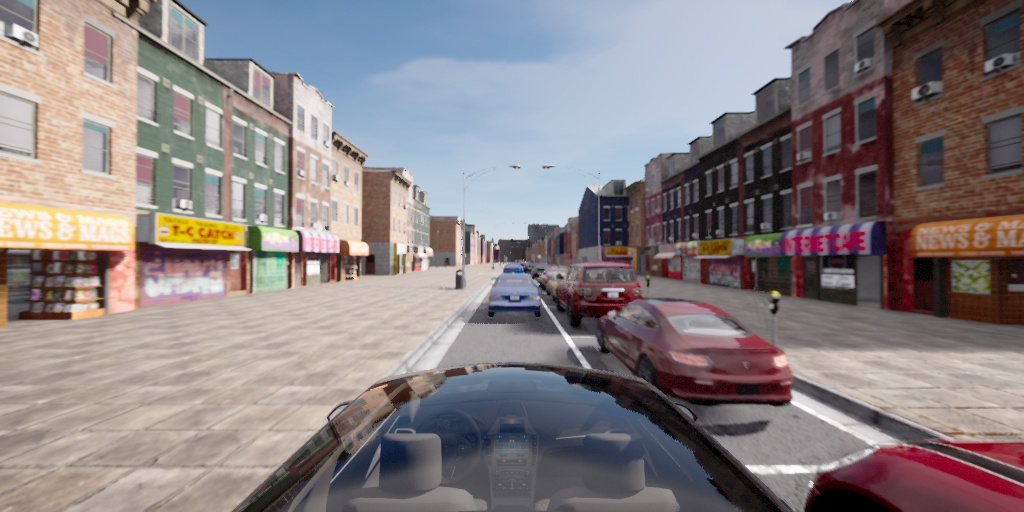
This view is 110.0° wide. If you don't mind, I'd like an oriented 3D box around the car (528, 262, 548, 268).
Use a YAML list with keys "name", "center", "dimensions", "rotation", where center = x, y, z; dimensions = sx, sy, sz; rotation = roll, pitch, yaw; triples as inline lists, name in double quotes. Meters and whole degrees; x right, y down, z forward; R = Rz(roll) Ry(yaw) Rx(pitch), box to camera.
- name: "car"
  center: [2.740, 1.452, 33.755]
  dimensions: [1.837, 1.490, 4.892]
  rotation: [0, 0, 0]

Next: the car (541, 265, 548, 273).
- name: "car"
  center: [2.632, 1.364, 17.604]
  dimensions: [1.751, 1.417, 4.829]
  rotation: [0, 0, 0]

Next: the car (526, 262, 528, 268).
- name: "car"
  center: [2.622, 1.642, 51.478]
  dimensions: [1.948, 1.339, 4.313]
  rotation: [0, 0, 0]

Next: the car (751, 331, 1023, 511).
- name: "car"
  center: [2.638, 1.183, 0.412]
  dimensions: [1.967, 1.591, 4.097]
  rotation: [0, 0, 0]

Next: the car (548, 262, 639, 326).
- name: "car"
  center: [2.634, 1.120, 11.760]
  dimensions: [2.192, 1.841, 5.009]
  rotation: [0, 0, 0]

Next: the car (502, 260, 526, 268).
- name: "car"
  center: [0.088, 1.434, 35.198]
  dimensions: [1.882, 1.535, 5.008]
  rotation: [0, 0, 0]

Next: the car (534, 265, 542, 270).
- name: "car"
  center: [2.631, 1.456, 23.108]
  dimensions: [1.802, 1.307, 4.207]
  rotation: [0, 0, 0]

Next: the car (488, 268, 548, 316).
- name: "car"
  center: [0.090, 1.363, 13.633]
  dimensions: [2.033, 1.411, 5.357]
  rotation: [0, 0, 0]

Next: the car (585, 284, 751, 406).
- name: "car"
  center: [2.636, 1.355, 6.086]
  dimensions: [1.802, 1.307, 4.207]
  rotation: [0, 0, 0]
